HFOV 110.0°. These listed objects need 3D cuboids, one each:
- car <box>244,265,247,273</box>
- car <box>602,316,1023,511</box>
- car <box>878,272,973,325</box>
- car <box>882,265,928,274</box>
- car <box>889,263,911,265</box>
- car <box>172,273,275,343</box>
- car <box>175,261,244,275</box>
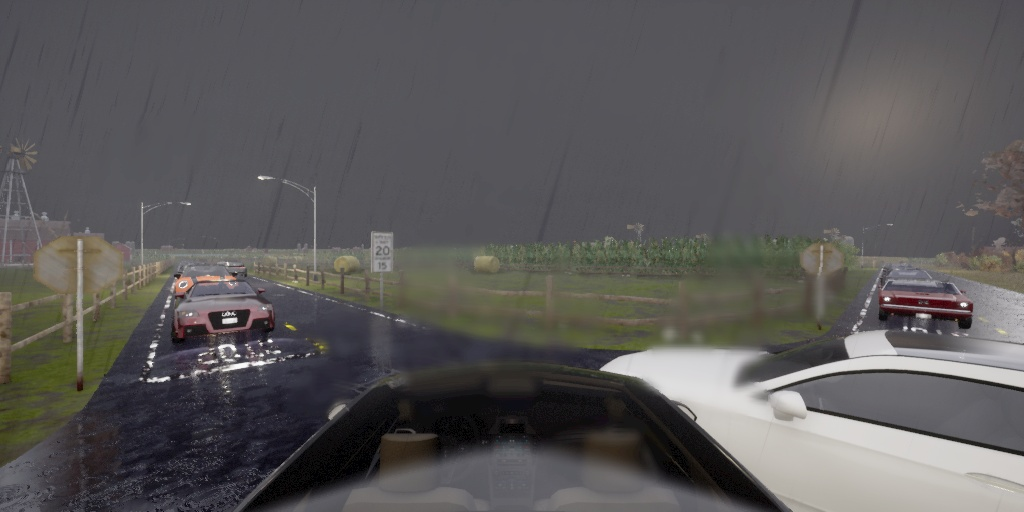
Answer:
[{"bbox_3d":[-27.497,1.311,35.415,2.128,1.511,4.902,0,0,-42],"label":"car"},{"bbox_3d":[2.808,1.293,2.556,1.812,1.442,4.674,0,1,-45],"label":"car"},{"bbox_3d":[13.353,1.400,11.773,4.718,1.301,1.895,0,1,-44],"label":"car"},{"bbox_3d":[20.334,1.368,18.440,5.357,1.411,2.033,0,1,-44],"label":"car"},{"bbox_3d":[26.996,1.408,24.793,4.181,1.385,1.994,0,1,-44],"label":"car"},{"bbox_3d":[-8.081,1.362,9.984,1.994,1.385,4.181,0,0,-43],"label":"car"},{"bbox_3d":[-13.952,1.152,16.383,2.097,1.767,4.553,0,0,-43],"label":"car"}]
